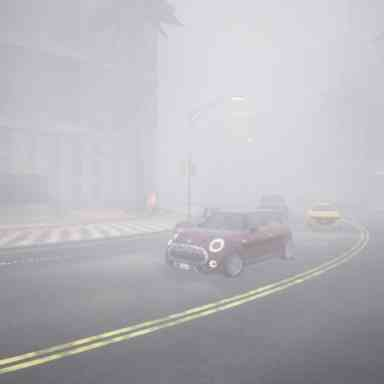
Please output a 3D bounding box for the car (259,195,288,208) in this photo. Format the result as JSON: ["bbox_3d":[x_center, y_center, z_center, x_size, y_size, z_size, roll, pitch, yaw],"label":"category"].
[{"bbox_3d":[11.901,1.352,48.684,2.097,1.767,4.553,0,0,-17],"label":"car"}]

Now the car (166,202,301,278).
[{"bbox_3d":[1.315,1.352,10.364,2.097,1.767,4.553,0,0,42],"label":"car"}]

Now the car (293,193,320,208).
[{"bbox_3d":[16.112,1.221,47.262,2.150,2.045,5.566,0,0,-15],"label":"car"}]

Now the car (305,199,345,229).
[{"bbox_3d":[8.634,1.477,21.901,1.882,1.535,5.008,0,0,19],"label":"car"}]

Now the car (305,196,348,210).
[{"bbox_3d":[14.322,1.477,35.773,1.882,1.535,5.008,0,0,-1],"label":"car"}]

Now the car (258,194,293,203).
[{"bbox_3d":[6.671,1.222,27.510,2.150,2.045,5.566,0,0,10],"label":"car"}]

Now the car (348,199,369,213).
[{"bbox_3d":[17.708,1.490,37.172,2.128,1.511,4.902,0,0,-3],"label":"car"}]

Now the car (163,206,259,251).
[{"bbox_3d":[1.085,1.492,15.301,2.128,1.511,4.902,0,0,35],"label":"car"}]
